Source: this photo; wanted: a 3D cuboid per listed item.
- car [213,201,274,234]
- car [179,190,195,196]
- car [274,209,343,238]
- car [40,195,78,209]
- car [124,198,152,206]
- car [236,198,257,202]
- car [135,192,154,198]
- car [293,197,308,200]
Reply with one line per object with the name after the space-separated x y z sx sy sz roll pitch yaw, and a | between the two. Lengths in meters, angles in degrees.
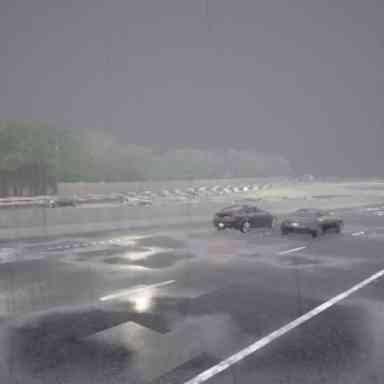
3.274 1.522 19.592 1.837 1.490 4.892 0 0 44 | car
-0.949 0.281 69.316 2.128 1.511 4.902 0 3 30 | car
6.529 1.584 17.915 1.994 1.385 4.181 0 0 44 | car
-16.075 1.141 40.424 2.097 1.767 4.553 0 1 25 | car
-5.183 1.580 31.251 1.994 1.385 4.181 0 0 44 | car
7.091 1.535 43.847 2.033 1.411 5.357 0 0 44 | car
-8.437 0.831 55.912 1.882 1.535 5.008 0 2 28 | car
18.163 1.463 55.241 1.994 1.385 4.181 0 0 44 | car
